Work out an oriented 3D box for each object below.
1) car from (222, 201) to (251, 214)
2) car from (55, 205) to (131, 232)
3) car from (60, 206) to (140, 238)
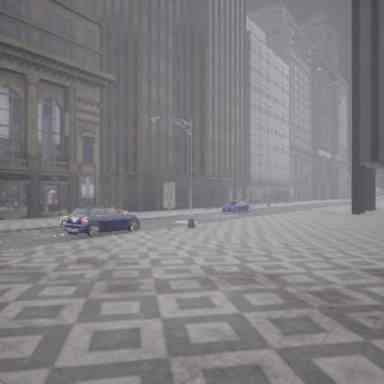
[{"bbox_3d":[5.434,1.835,40.417,1.882,1.535,5.008,0,0,36],"label":"car"},{"bbox_3d":[-6.765,1.753,23.389,1.882,1.535,5.008,0,0,36],"label":"car"},{"bbox_3d":[-5.272,1.621,20.152,2.097,1.767,4.553,0,0,36],"label":"car"}]
